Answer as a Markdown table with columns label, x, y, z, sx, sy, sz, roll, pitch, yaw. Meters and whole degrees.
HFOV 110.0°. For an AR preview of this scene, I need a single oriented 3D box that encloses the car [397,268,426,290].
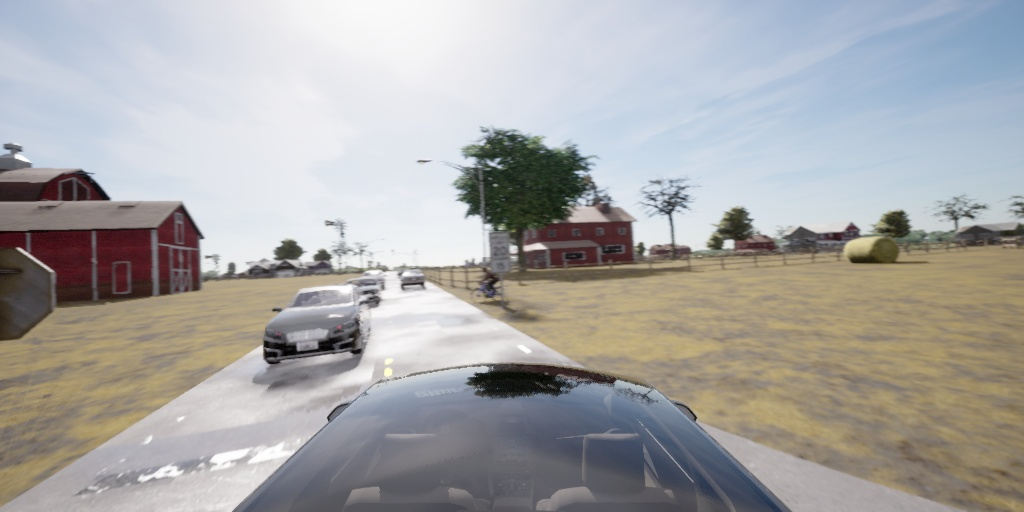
| label | x | y | z | sx | sy | sz | roll | pitch | yaw |
| --- | --- | --- | --- | --- | --- | --- | --- | --- | --- |
| car | -7.948 | 1.812 | 28.533 | 2.033 | 1.411 | 5.357 | -3 | 0 | -18 |

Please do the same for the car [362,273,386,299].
| label | x | y | z | sx | sy | sz | roll | pitch | yaw |
| --- | --- | --- | --- | --- | --- | --- | --- | --- | --- |
| car | -7.865 | 1.827 | 18.850 | 1.895 | 1.301 | 4.718 | -3 | 0 | -18 |

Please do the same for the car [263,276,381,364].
| label | x | y | z | sx | sy | sz | roll | pitch | yaw |
| --- | --- | --- | --- | --- | --- | --- | --- | --- | --- |
| car | -4.724 | 1.517 | 9.248 | 2.128 | 1.511 | 4.902 | -3 | 0 | -18 |

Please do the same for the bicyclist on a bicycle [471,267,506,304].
| label | x | y | z | sx | sy | sz | roll | pitch | yaw |
| --- | --- | --- | --- | --- | --- | --- | --- | --- | --- |
| bicyclist on a bicycle | -1.057 | 1.299 | 16.095 | 1.656 | 1.620 | 0.582 | -2 | -1 | -18 |

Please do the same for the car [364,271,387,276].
| label | x | y | z | sx | sy | sz | roll | pitch | yaw |
| --- | --- | --- | --- | --- | --- | --- | --- | --- | --- |
| car | -11.086 | 1.933 | 28.666 | 2.128 | 1.511 | 4.902 | -3 | 0 | -19 |
